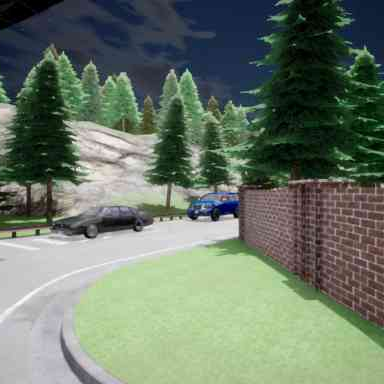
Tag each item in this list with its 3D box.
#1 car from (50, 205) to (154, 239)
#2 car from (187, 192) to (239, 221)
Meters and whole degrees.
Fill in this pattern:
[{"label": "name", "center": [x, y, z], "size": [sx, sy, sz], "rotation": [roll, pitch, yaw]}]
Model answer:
[{"label": "car", "center": [-4.189, 1.373, 16.580], "size": [2.033, 1.411, 5.357], "rotation": [0, 0, 35]}, {"label": "car", "center": [1.906, 1.047, 25.395], "size": [2.150, 2.045, 5.566], "rotation": [0, 0, 35]}]
